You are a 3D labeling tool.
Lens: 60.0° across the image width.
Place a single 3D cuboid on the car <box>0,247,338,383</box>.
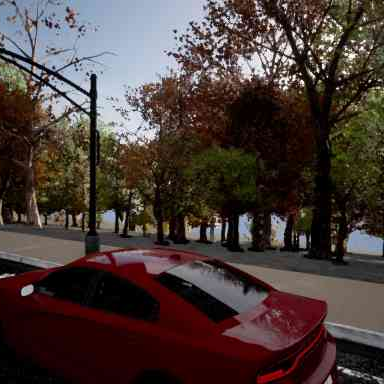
[{"bbox_3d":[-0.859,1.477,4.289,5.008,1.535,1.882,0,0,35],"label":"car"}]
